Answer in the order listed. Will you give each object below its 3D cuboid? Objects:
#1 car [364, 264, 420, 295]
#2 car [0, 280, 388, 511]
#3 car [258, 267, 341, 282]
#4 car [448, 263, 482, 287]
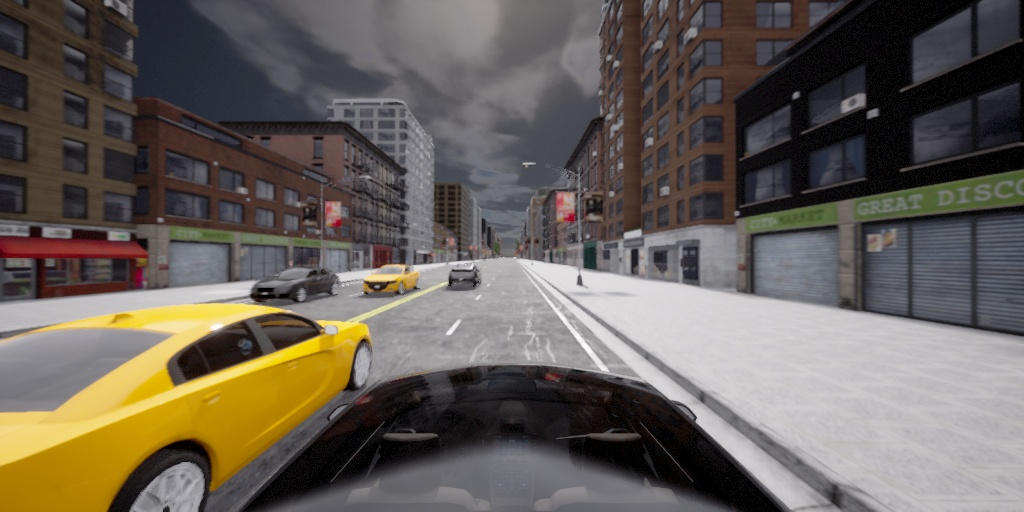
[{"bbox_3d":[-6.524,1.232,19.894,1.882,1.535,5.008,0,0,1],"label":"car"},{"bbox_3d":[-3.147,1.228,3.728,1.882,1.535,5.008,0,0,0],"label":"car"},{"bbox_3d":[-9.801,1.260,16.667,1.837,1.490,4.892,0,-1,0],"label":"car"},{"bbox_3d":[-3.143,1.247,24.525,2.128,1.511,4.902,0,0,0],"label":"car"}]
